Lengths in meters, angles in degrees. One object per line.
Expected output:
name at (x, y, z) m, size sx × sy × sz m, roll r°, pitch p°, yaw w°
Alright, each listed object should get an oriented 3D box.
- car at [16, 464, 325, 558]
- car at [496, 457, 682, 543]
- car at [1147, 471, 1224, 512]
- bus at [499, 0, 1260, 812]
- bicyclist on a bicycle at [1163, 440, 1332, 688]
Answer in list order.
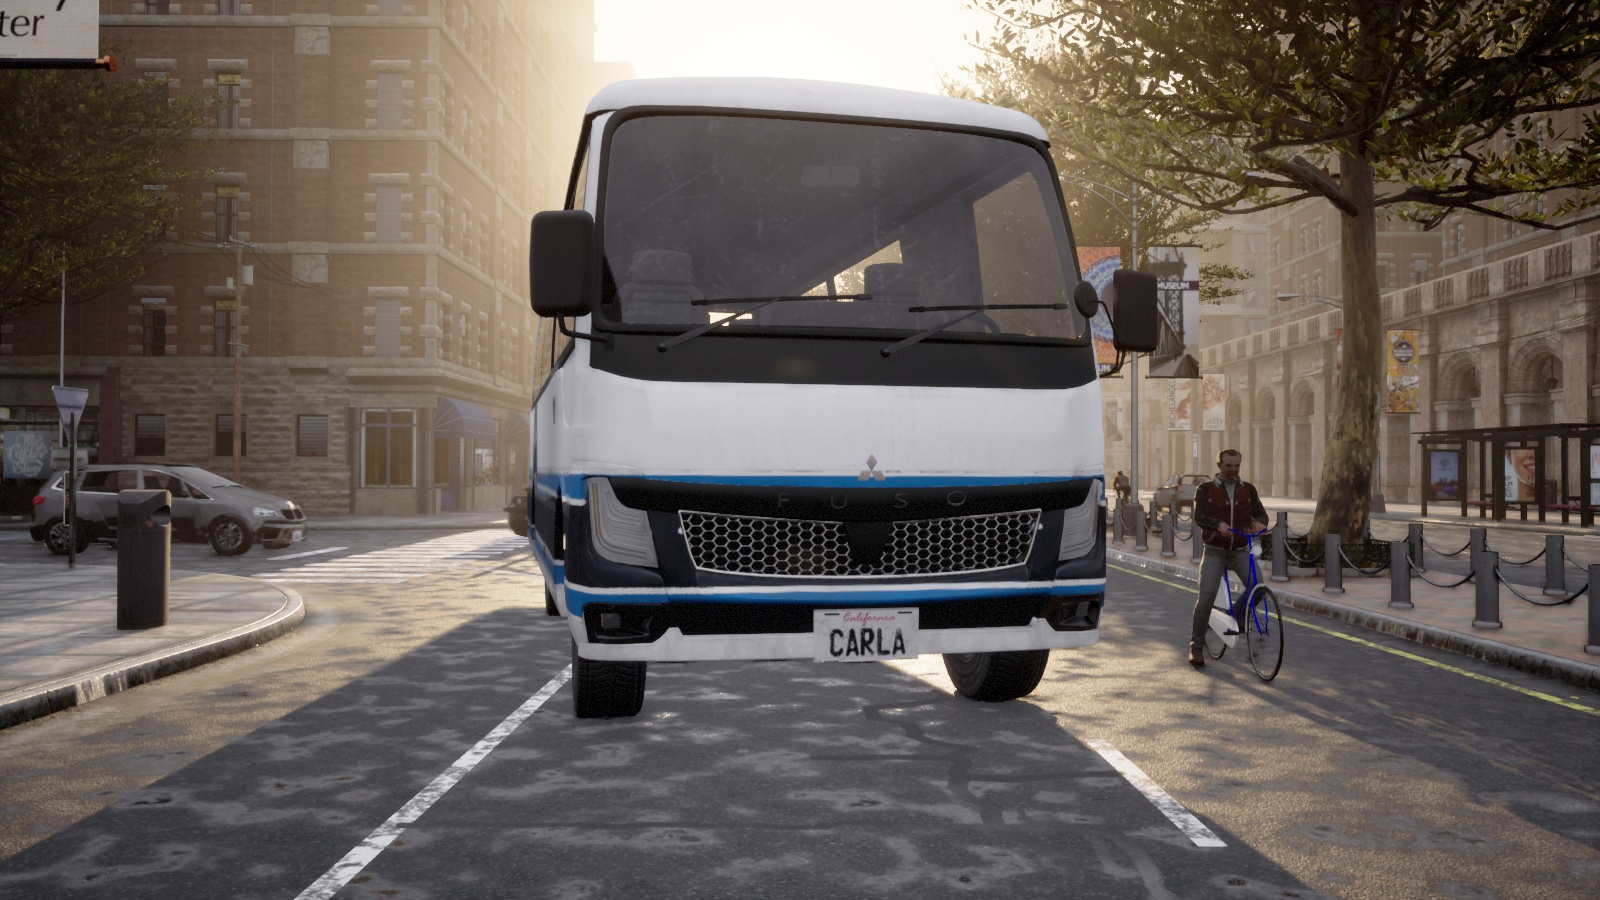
car at (-11.571, 1.095, 23.354) m, size 4.611 × 1.667 × 2.242 m, roll 0°, pitch -1°, yaw 0°
car at (-4.899, 1.123, 29.419) m, size 3.866 × 1.878 × 1.905 m, roll 1°, pitch -1°, yaw -42°
car at (14.880, 1.583, 48.618) m, size 1.845 × 1.501 × 3.633 m, roll 0°, pitch -1°, yaw 0°
bus at (-0.664, -0.370, 11.293) m, size 3.944 × 4.253 × 10.273 m, roll 0°, pitch -1°, yaw -14°
bicyclist on a bicycle at (3.475, 0.837, 9.928) m, size 0.659 × 1.776 × 1.843 m, roll 0°, pitch -1°, yaw 0°
